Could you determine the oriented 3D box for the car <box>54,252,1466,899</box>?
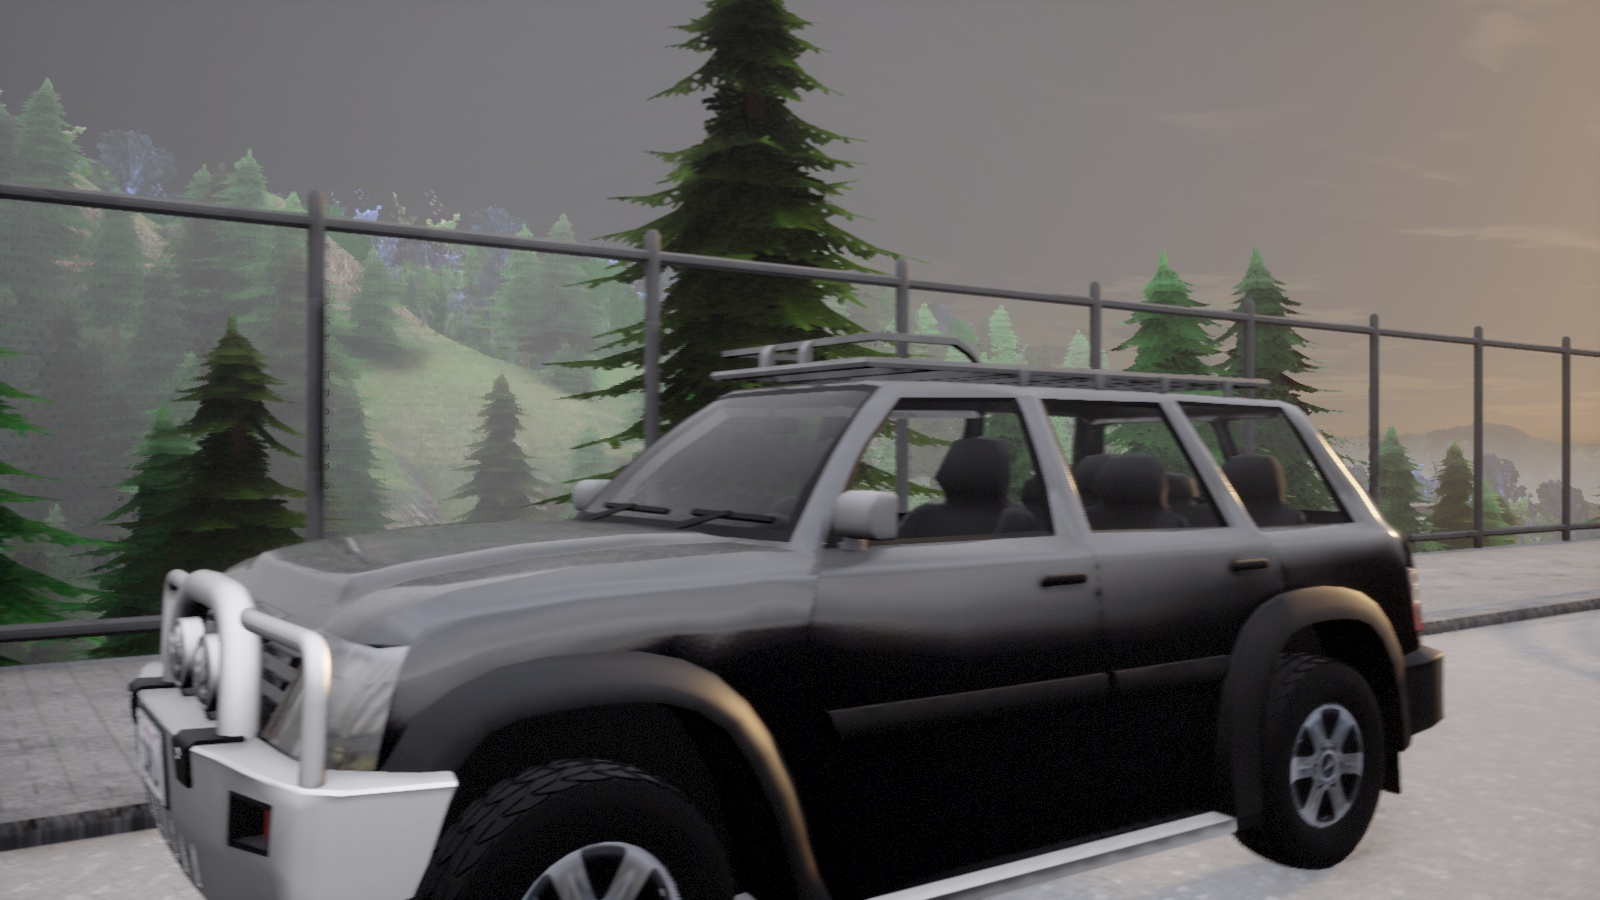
[{"bbox_3d":[0.154,0.572,4.374,4.605,1.855,1.932,0,0,-35],"label":"car"}]
